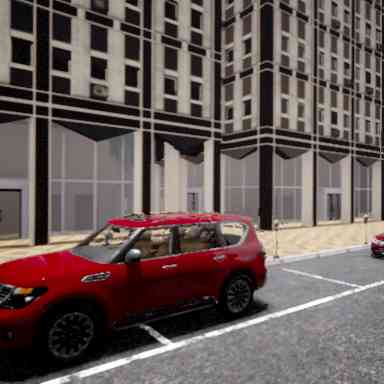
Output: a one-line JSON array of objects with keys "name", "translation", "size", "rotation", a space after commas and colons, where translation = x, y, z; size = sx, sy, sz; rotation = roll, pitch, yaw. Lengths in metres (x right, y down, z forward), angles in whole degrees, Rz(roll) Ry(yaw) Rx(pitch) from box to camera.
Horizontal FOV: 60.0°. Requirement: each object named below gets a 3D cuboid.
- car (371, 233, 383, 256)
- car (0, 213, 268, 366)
[{"name": "car", "translation": [8.484, 1.731, 12.617], "size": [4.206, 1.307, 1.802], "rotation": [1, -1, -36]}, {"name": "car", "translation": [-0.789, 1.344, 6.000], "size": [5.009, 1.841, 2.192], "rotation": [1, -1, -36]}]
